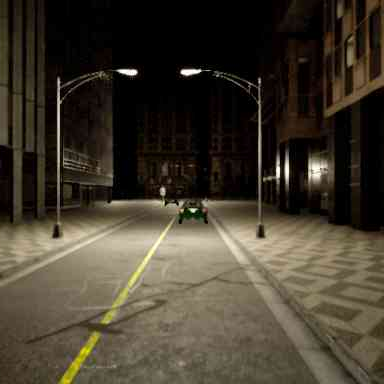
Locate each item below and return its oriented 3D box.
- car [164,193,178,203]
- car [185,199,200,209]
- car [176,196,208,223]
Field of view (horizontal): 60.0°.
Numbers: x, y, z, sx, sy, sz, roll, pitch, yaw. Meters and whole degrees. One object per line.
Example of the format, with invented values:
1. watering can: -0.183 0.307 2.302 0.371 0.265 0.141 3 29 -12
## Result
1. car: -3.012 1.099 50.204 2.150 2.045 5.566 0 0 0
2. car: 0.089 1.616 45.755 1.895 1.301 4.718 0 0 0
3. car: 0.091 1.353 25.514 2.097 1.767 4.553 0 0 0
